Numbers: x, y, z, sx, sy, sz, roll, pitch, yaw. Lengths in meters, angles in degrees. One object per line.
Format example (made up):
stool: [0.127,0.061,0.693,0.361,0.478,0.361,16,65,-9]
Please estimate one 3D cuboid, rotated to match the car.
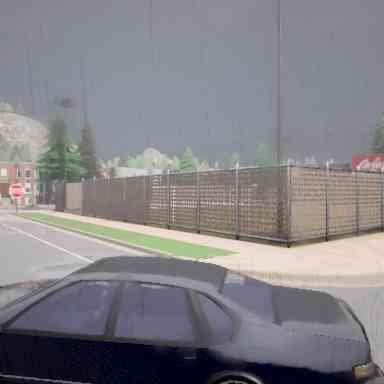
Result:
car: [-0.764,1.550,4.002,5.357,1.411,2.033,0,1,10]
